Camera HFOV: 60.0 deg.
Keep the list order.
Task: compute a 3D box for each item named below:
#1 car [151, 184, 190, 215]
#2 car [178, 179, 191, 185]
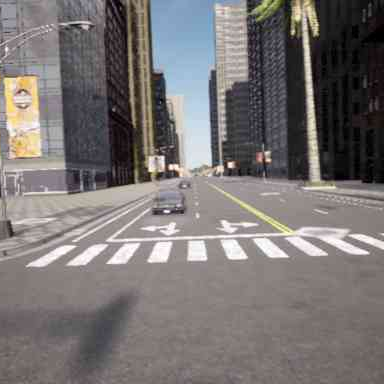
[{"bbox_3d":[-1.363,0.518,20.711,2.033,1.411,5.357,-2,3,0],"label":"car"},{"bbox_3d":[-1.198,-1.220,53.263,1.837,1.490,4.892,-2,3,0],"label":"car"}]
